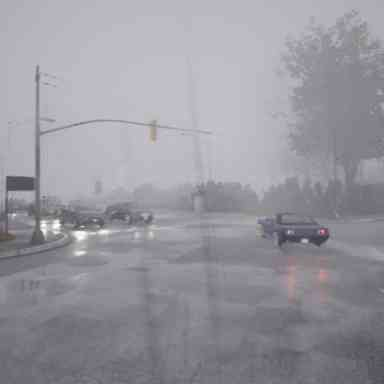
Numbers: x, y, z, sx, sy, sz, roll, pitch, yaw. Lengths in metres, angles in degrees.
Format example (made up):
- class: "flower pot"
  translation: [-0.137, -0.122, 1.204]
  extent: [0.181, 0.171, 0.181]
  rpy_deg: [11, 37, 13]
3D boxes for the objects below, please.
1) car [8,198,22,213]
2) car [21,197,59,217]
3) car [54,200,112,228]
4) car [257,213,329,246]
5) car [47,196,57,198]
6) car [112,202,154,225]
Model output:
- class: "car"
  translation: [-19.651, 1.499, 37.534]
  extent: [1.837, 1.490, 4.892]
  rpy_deg: [0, 0, -39]
- class: "car"
  translation: [-13.206, 1.484, 29.489]
  extent: [2.128, 1.511, 4.902]
  rpy_deg: [0, 0, -39]
- class: "car"
  translation: [-7.360, 1.498, 22.168]
  extent: [1.837, 1.490, 4.892]
  rpy_deg: [0, 0, -38]
- class: "car"
  translation: [4.314, 1.588, 15.059]
  extent: [1.895, 1.301, 4.718]
  rpy_deg: [0, 0, -1]
- class: "car"
  translation: [-16.777, 1.342, 39.545]
  extent: [2.097, 1.767, 4.553]
  rpy_deg: [0, 0, -39]
- class: "car"
  translation: [-4.642, 1.481, 24.406]
  extent: [2.128, 1.511, 4.902]
  rpy_deg: [0, 0, -39]
